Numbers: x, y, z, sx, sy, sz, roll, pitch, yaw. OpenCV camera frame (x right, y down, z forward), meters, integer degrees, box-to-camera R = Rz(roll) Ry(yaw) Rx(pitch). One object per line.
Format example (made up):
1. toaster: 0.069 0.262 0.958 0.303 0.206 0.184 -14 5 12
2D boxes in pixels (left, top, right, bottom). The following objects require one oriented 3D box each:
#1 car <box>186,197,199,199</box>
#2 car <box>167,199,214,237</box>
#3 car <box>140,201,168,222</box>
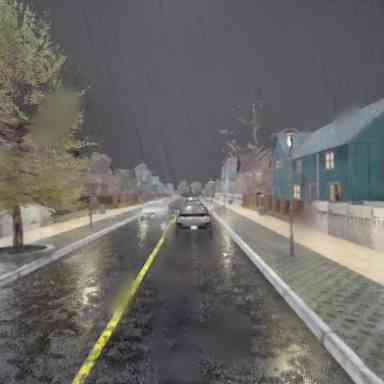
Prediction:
1. car: 0.096 1.250 36.388 2.128 1.511 4.902 -1 0 0
2. car: 0.093 1.357 17.275 2.128 1.511 4.902 -1 0 0
3. car: -2.734 1.388 25.173 1.812 1.442 4.674 -1 0 0
